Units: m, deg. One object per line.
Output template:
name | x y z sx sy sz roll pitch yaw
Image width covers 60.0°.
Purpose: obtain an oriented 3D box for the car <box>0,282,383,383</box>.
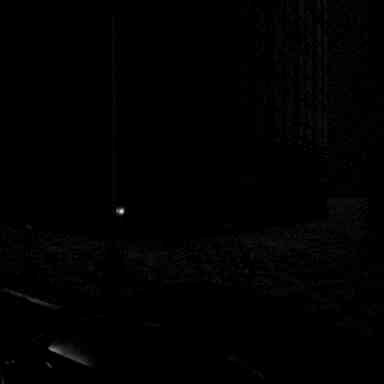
car | -0.269 1.553 3.049 4.313 1.339 1.947 0 0 36
